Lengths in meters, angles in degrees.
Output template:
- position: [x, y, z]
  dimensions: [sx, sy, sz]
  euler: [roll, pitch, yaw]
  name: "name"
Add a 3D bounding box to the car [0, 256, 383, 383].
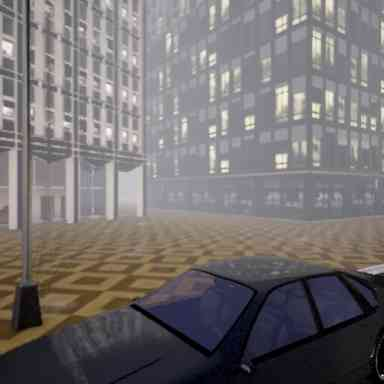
- position: [0.706, 1.558, 3.876]
  dimensions: [5.357, 1.411, 2.033]
  euler: [0, 0, -35]
  name: "car"
